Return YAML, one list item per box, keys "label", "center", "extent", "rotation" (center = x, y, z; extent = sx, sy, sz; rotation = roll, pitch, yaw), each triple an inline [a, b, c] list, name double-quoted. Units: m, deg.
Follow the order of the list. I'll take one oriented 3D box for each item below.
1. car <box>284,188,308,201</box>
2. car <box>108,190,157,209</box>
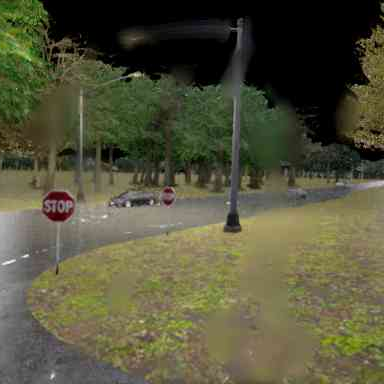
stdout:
- label: "car"
  center: [13.391, 0.285, 42.679]
  extent: [2.128, 1.511, 4.902]
  rotation: [4, 4, 35]
- label: "car"
  center: [-5.063, 0.599, 28.833]
  extent: [1.837, 1.490, 4.892]
  rotation: [4, 5, 35]
